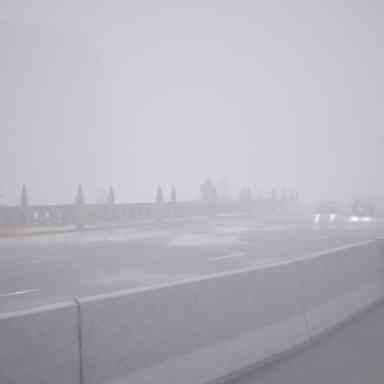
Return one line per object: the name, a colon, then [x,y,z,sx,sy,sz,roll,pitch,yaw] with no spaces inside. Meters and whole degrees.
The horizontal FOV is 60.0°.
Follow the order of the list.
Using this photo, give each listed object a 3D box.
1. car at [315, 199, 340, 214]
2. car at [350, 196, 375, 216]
car: [14.541,1.531,35.600,1.812,1.442,4.674,0,0,31]
car: [16.801,1.482,32.655,2.128,1.511,4.902,0,0,32]
